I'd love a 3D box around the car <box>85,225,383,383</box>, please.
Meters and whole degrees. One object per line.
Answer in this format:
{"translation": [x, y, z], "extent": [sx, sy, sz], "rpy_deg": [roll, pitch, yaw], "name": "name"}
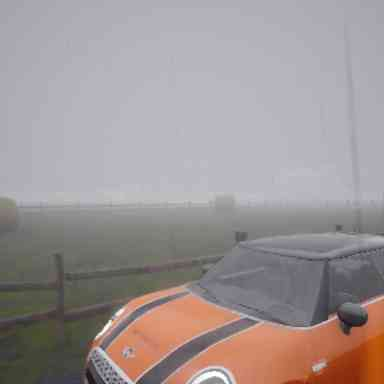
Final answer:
{"translation": [1.155, 1.356, 3.893], "extent": [4.553, 1.767, 2.097], "rpy_deg": [0, 0, -35], "name": "car"}
